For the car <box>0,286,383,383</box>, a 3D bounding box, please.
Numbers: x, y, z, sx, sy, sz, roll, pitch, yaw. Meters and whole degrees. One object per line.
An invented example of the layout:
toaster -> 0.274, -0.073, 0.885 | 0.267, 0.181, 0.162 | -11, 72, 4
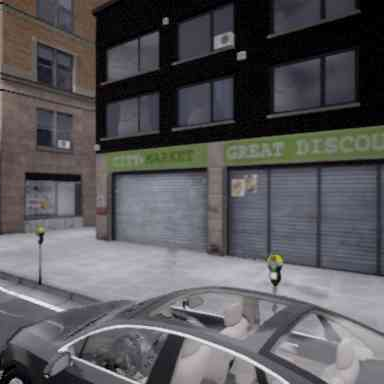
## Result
car -> 0.028, 1.543, 2.830 | 4.403, 1.369, 2.008 | 0, 0, 35
